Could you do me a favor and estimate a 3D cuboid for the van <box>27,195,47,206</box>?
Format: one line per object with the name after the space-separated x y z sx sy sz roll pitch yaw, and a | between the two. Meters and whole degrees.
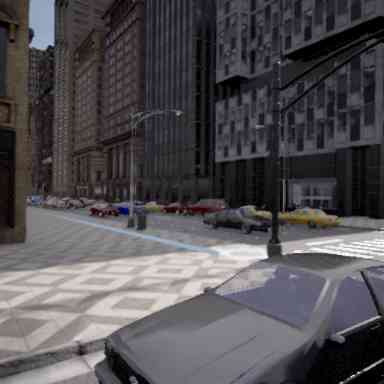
-27.906 1.615 59.866 1.690 1.788 3.998 1 -1 -35 | van

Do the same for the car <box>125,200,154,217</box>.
-6.073 1.686 33.462 1.882 1.535 5.008 1 -1 -35 | car

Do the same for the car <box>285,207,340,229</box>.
7.963 1.765 23.683 1.752 1.417 4.829 1 -1 -35 | car

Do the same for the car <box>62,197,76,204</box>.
-27.388 1.858 73.945 1.967 1.590 4.097 1 -1 -35 | car

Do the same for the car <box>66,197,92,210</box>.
-16.725 1.825 48.771 1.837 1.490 4.892 1 -1 -35 | car

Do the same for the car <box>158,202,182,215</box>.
-1.607 1.830 37.289 1.887 1.381 4.507 1 -1 -35 | car

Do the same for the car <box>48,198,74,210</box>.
-18.239 1.806 46.117 1.802 1.307 4.206 1 -1 -35 | car

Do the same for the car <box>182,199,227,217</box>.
1.617 1.585 32.709 2.192 1.841 5.009 1 -1 -35 | car

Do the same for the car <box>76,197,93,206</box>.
-20.943 1.824 64.781 1.967 1.590 4.097 1 -1 -35 | car

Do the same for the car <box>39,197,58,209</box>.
-21.461 1.822 50.699 1.802 1.307 4.206 1 -1 -35 | car

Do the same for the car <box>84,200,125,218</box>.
-8.570 1.721 32.371 1.887 1.381 4.507 1 -1 -35 | car

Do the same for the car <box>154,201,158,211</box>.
-4.928 1.827 42.011 1.752 1.417 4.829 1 -1 -35 | car

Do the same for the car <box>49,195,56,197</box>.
-33.933 1.979 83.247 1.752 1.417 4.829 1 -1 -35 | car

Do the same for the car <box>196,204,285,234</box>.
2.841 1.713 20.779 2.033 1.411 5.357 1 -1 -35 | car

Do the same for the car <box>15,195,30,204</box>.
-37.575 1.641 73.612 2.192 1.841 5.009 1 -1 -35 | car

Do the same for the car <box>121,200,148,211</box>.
-8.053 1.868 46.453 2.008 1.369 4.403 1 -1 -35 | car

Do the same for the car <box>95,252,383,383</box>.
1.598 1.583 4.392 5.357 1.411 2.033 1 0 -35 | car

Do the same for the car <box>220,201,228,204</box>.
4.741 1.780 28.265 1.752 1.417 4.829 1 -1 -35 | car
